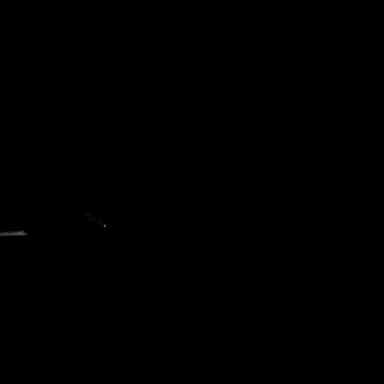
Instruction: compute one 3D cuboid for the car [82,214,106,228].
[{"bbox_3d":[-8.683,2.252,24.406,4.674,1.442,1.812,-1,-2,2],"label":"car"}]
